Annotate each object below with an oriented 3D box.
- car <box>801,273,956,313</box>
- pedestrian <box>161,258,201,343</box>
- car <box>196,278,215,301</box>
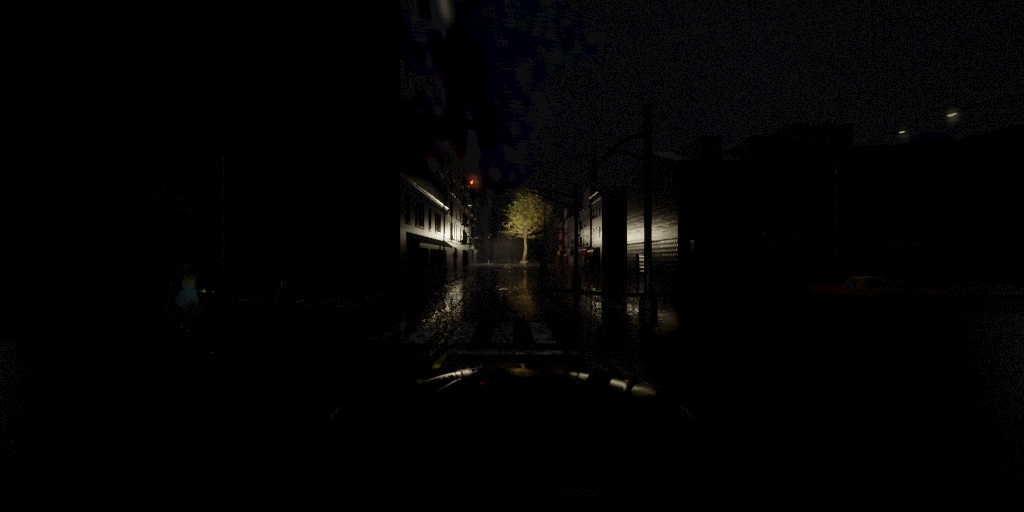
[{"bbox_3d":[13.901,1.346,13.713,4.829,1.417,1.751,0,0,0],"label":"car"},{"bbox_3d":[-6.983,0.886,7.581,0.375,1.860,0.375,0,0,0],"label":"pedestrian"},{"bbox_3d":[-14.950,1.171,14.591,4.892,1.490,1.837,0,0,0],"label":"car"}]
